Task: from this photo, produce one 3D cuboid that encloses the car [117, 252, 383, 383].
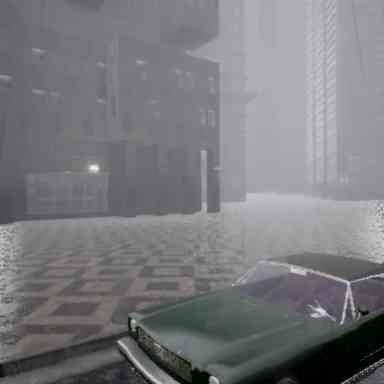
[{"bbox_3d":[1.499,1.594,4.430,4.718,1.301,1.895,0,0,-36],"label":"car"}]
